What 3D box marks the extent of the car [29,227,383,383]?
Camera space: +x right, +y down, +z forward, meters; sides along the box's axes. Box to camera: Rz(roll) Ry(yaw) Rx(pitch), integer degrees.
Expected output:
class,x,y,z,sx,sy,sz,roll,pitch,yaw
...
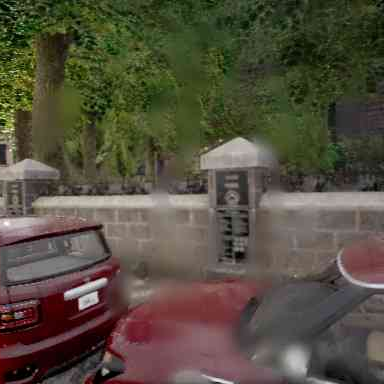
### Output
class,x,y,z,sx,sy,sz,roll,pitch,yaw
car,1.644,1.202,2.074,5.009,1.841,2.192,-1,1,29

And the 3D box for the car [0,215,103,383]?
class,x,y,z,sx,sy,sz,roll,pitch,yaw
car,-3.207,1.278,4.716,5.009,1.841,2.192,-1,1,29
